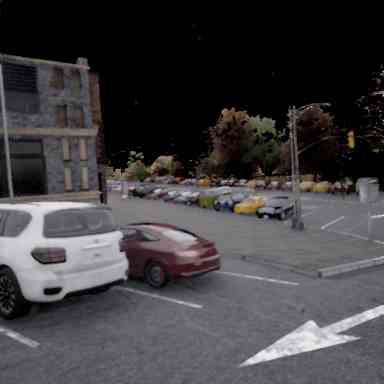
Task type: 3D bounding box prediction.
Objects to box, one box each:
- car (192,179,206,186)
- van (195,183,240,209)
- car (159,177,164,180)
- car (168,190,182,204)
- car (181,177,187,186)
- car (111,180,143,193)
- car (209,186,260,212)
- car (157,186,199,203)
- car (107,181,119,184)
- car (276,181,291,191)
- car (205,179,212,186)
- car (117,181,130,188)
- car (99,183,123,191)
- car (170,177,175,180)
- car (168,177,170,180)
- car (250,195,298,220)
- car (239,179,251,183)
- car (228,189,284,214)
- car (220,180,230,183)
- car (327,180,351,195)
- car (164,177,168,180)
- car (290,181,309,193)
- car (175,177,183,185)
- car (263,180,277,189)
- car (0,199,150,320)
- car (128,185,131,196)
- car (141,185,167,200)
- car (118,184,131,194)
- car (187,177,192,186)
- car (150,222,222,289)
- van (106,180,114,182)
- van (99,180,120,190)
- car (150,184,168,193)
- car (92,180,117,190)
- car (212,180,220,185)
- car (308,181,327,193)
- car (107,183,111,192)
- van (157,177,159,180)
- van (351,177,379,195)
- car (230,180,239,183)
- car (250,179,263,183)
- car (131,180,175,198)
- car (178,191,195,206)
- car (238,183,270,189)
[{"bbox_3d":[3.042,-2.060,73.526,2.097,1.535,5.008,1,5,45],"label":"car"},{"bbox_3d":[2.744,0.566,34.423,1.878,1.987,4.442,0,6,41],"label":"van"},{"bbox_3d":[-5.739,-2.991,92.290,5.366,1.575,1.946,-6,6,-44],"label":"car"},{"bbox_3d":[-0.209,0.605,39.649,2.002,1.452,4.674,1,6,41],"label":"car"},{"bbox_3d":[0.536,-2.325,78.898,4.892,1.521,2.231,-6,5,-44],"label":"car"},{"bbox_3d":[-12.476,-0.694,63.882,2.185,1.767,4.553,1,7,44],"label":"car"},{"bbox_3d":[4.131,0.796,31.686,2.185,1.767,4.553,0,6,40],"label":"car"},{"bbox_3d":[-1.645,0.486,42.308,2.002,1.452,4.674,0,6,42],"label":"car"},{"bbox_3d":[-15.056,-0.833,69.341,2.097,1.535,5.008,0,6,45],"label":"car"},{"bbox_3d":[15.051,-0.889,49.759,2.002,1.452,4.674,1,5,42],"label":"car"},{"bbox_3d":[5.630,-1.773,68.220,2.163,1.488,4.792,1,5,44],"label":"car"},{"bbox_3d":[-17.944,-2.052,87.179,2.128,1.511,4.902,-5,5,-24],"label":"car"},{"bbox_3d":[-18.818,-1.208,77.538,4.792,1.488,2.163,-8,7,-44],"label":"car"},{"bbox_3d":[-1.922,-2.848,84.302,5.566,2.045,2.435,-6,5,-44],"label":"car"},{"bbox_3d":[-3.174,-2.699,86.983,4.792,1.488,2.163,-6,6,-44],"label":"car"},{"bbox_3d":[6.979,1.194,26.429,2.163,1.488,4.792,1,6,40],"label":"car"},{"bbox_3d":[11.034,-1.311,57.746,1.946,1.575,5.366,1,5,43],"label":"car"},{"bbox_3d":[5.769,1.011,29.235,1.946,1.575,5.366,0,6,40],"label":"car"},{"bbox_3d":[8.222,-1.544,62.881,2.097,1.535,5.008,1,5,44],"label":"car"},{"bbox_3d":[19.302,-0.700,41.947,2.185,1.767,4.553,1,5,41],"label":"car"},{"bbox_3d":[-4.362,-2.839,89.738,4.792,1.488,2.163,-6,5,-44],"label":"car"},{"bbox_3d":[16.345,-0.800,47.015,1.946,1.575,5.366,2,5,42],"label":"car"},{"bbox_3d":[-0.827,-2.449,81.463,5.366,1.575,1.946,-6,6,-44],"label":"car"},{"bbox_3d":[13.653,-1.009,52.367,2.002,1.452,4.674,1,5,42],"label":"car"},{"bbox_3d":[-3.899,1.248,7.566,5.566,2.045,2.435,-1,-1,35],"label":"car"},{"bbox_3d":[-7.203,-0.049,53.027,2.097,1.535,5.008,0,6,43],"label":"car"},{"bbox_3d":[-4.445,0.240,47.651,2.002,1.452,4.674,1,6,42],"label":"car"},{"bbox_3d":[-9.869,-0.306,58.438,2.097,1.535,5.008,1,6,44],"label":"car"},{"bbox_3d":[1.762,-2.316,76.182,4.553,1.767,2.185,-6,5,-45],"label":"car"},{"bbox_3d":[-1.400,1.573,9.280,4.674,1.452,2.002,-1,-1,35],"label":"car"},{"bbox_3d":[-17.490,-1.341,74.884,4.442,1.987,1.878,-8,6,-44],"label":"van"},{"bbox_3d":[-19.975,-1.614,80.366,4.442,1.987,1.878,-8,6,-44],"label":"van"},{"bbox_3d":[-6.248,-0.693,61.876,1.812,1.442,4.674,-5,5,-26],"label":"car"},{"bbox_3d":[-22.543,-1.898,85.734,5.566,2.045,2.435,-8,7,-44],"label":"car"},{"bbox_3d":[6.894,-1.639,65.508,2.163,1.488,4.792,2,6,44],"label":"car"},{"bbox_3d":[18.011,-0.710,44.703,1.946,1.575,5.366,1,5,41],"label":"car"},{"bbox_3d":[-13.764,-0.700,66.616,2.231,1.521,4.892,1,7,45],"label":"car"},{"bbox_3d":[-6.921,-3.354,95.032,4.442,1.987,1.878,-6,6,-44],"label":"van"},{"bbox_3d":[20.705,-0.679,39.300,1.878,1.987,4.442,1,5,41],"label":"van"},{"bbox_3d":[9.581,-1.546,60.253,2.185,1.767,4.553,2,6,43],"label":"car"},{"bbox_3d":[12.247,-1.294,54.953,2.185,1.767,4.553,1,5,43],"label":"car"},{"bbox_3d":[-5.833,-0.177,50.339,2.435,2.045,5.566,0,6,43],"label":"car"},{"bbox_3d":[1.220,0.687,36.991,2.231,1.521,4.892,0,6,41],"label":"car"},{"bbox_3d":[6.190,0.233,37.851,2.097,1.767,4.553,-5,5,-29],"label":"car"}]
